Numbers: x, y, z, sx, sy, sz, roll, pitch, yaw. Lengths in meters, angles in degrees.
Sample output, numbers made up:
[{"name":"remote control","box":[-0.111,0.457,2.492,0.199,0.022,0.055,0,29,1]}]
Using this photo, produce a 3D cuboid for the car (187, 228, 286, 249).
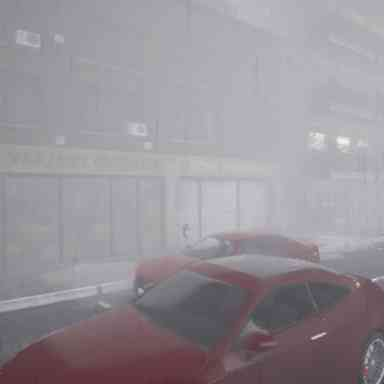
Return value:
[{"name":"car","box":[0.933,1.530,7.233,4.507,1.381,1.887,0,0,-35]}]

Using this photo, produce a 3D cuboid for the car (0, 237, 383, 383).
[{"name":"car","box":[0.460,1.518,3.654,4.674,1.442,1.812,0,0,-35]}]
